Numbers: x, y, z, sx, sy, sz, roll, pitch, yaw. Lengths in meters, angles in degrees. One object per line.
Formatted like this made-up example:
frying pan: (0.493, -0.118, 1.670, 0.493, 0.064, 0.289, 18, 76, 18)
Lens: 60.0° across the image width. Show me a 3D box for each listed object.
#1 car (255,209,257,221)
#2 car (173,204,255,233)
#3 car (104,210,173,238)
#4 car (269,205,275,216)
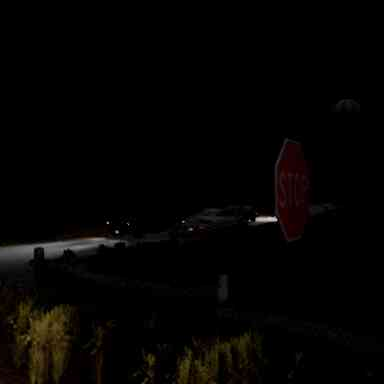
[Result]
car: (3.504, 1.647, 25.965, 1.812, 1.442, 4.674, -1, -1, 36)
car: (1.305, 1.549, 17.331, 1.812, 1.442, 4.674, -1, -1, 36)
car: (-2.340, 1.638, 17.856, 1.895, 1.301, 4.718, -1, -1, 36)
car: (9.599, 1.669, 34.382, 2.128, 1.511, 4.902, -1, -1, 36)
